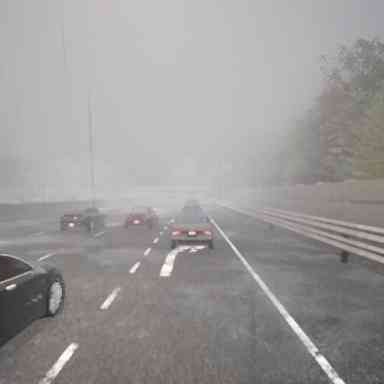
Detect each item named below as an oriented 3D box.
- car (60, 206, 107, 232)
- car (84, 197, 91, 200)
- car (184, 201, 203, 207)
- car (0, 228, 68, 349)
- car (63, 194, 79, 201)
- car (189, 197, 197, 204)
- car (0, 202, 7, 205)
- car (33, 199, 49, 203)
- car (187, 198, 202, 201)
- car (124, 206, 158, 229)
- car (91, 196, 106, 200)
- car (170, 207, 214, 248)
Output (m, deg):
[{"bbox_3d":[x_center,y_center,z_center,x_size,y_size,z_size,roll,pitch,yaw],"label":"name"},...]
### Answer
[{"bbox_3d":[-6.898,1.654,21.472,1.837,1.490,4.892,0,0,0],"label":"car"},{"bbox_3d":[-24.490,1.803,78.939,1.812,1.442,4.674,0,-1,0],"label":"car"},{"bbox_3d":[0.003,1.743,27.637,2.033,1.411,5.357,0,0,0],"label":"car"},{"bbox_3d":[-3.399,1.537,4.612,1.837,1.490,4.892,0,0,0],"label":"car"},{"bbox_3d":[-27.991,1.487,77.166,2.150,2.045,5.566,0,-1,0],"label":"car"},{"bbox_3d":[0.294,2.234,88.322,1.882,1.535,5.008,0,-1,5],"label":"car"},{"bbox_3d":[-21.079,1.827,35.968,1.994,1.385,4.181,0,-1,0],"label":"car"},{"bbox_3d":[-31.491,2.104,69.507,1.994,1.385,4.181,0,-1,0],"label":"car"},{"bbox_3d":[0.006,1.702,46.231,2.097,1.767,4.553,0,-1,0],"label":"car"},{"bbox_3d":[-3.399,1.684,22.728,1.812,1.442,4.674,0,0,0],"label":"car"},{"bbox_3d":[-20.990,1.794,76.777,1.837,1.490,4.892,0,-1,0],"label":"car"},{"bbox_3d":[0.003,1.652,15.289,2.033,1.411,5.357,0,0,0],"label":"car"}]
